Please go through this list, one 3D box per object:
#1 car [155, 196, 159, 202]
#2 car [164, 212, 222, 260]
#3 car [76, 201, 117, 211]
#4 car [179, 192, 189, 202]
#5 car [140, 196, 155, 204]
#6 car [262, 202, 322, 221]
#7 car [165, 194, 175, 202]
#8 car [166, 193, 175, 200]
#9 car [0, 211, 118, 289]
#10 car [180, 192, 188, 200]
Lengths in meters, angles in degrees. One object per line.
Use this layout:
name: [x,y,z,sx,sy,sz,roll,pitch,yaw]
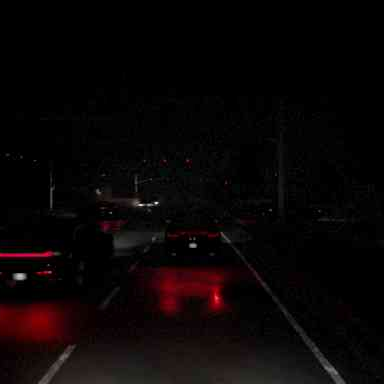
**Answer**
car: [-8.927,1.592,78.221,1.895,1.301,4.718,0,0,-2]
car: [0.005,1.479,12.528,1.882,1.535,5.008,0,0,-1]
car: [-8.319,1.494,28.769,2.128,1.511,4.902,1,0,-44]
car: [-1.957,1.227,79.430,2.150,2.045,5.566,0,0,-2]
car: [-8.519,1.532,61.863,1.812,1.442,4.674,0,0,-1]
car: [7.938,1.528,26.441,4.674,1.442,1.812,0,-1,-5]
car: [-5.454,1.540,79.278,2.033,1.411,5.357,0,0,-2]
car: [-5.732,1.278,89.883,2.097,1.767,4.553,0,0,-2]
car: [-3.470,1.492,9.124,2.128,1.511,4.902,0,0,0]
car: [-2.235,1.148,90.033,2.150,2.045,5.566,0,0,-2]
